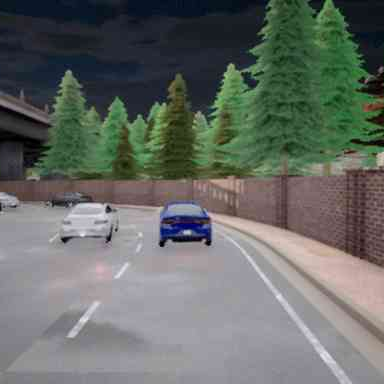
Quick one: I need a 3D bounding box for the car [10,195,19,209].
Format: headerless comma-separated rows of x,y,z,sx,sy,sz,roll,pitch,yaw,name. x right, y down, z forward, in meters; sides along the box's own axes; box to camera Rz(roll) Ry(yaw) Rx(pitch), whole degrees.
-16.906,0.755,28.359,4.674,1.442,1.812,1,1,22,car

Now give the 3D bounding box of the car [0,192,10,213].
-15.765,0.830,23.807,5.008,1.535,1.882,1,1,24,car

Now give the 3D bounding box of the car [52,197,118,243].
-4.137,1.150,13.758,1.812,1.442,4.674,0,2,-9,car

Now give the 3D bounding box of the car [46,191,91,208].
-10.818,0.711,29.260,4.892,1.490,1.837,1,1,32,car

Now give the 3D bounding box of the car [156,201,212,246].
-0.407,1.110,13.455,1.882,1.535,5.008,0,2,-6,car
